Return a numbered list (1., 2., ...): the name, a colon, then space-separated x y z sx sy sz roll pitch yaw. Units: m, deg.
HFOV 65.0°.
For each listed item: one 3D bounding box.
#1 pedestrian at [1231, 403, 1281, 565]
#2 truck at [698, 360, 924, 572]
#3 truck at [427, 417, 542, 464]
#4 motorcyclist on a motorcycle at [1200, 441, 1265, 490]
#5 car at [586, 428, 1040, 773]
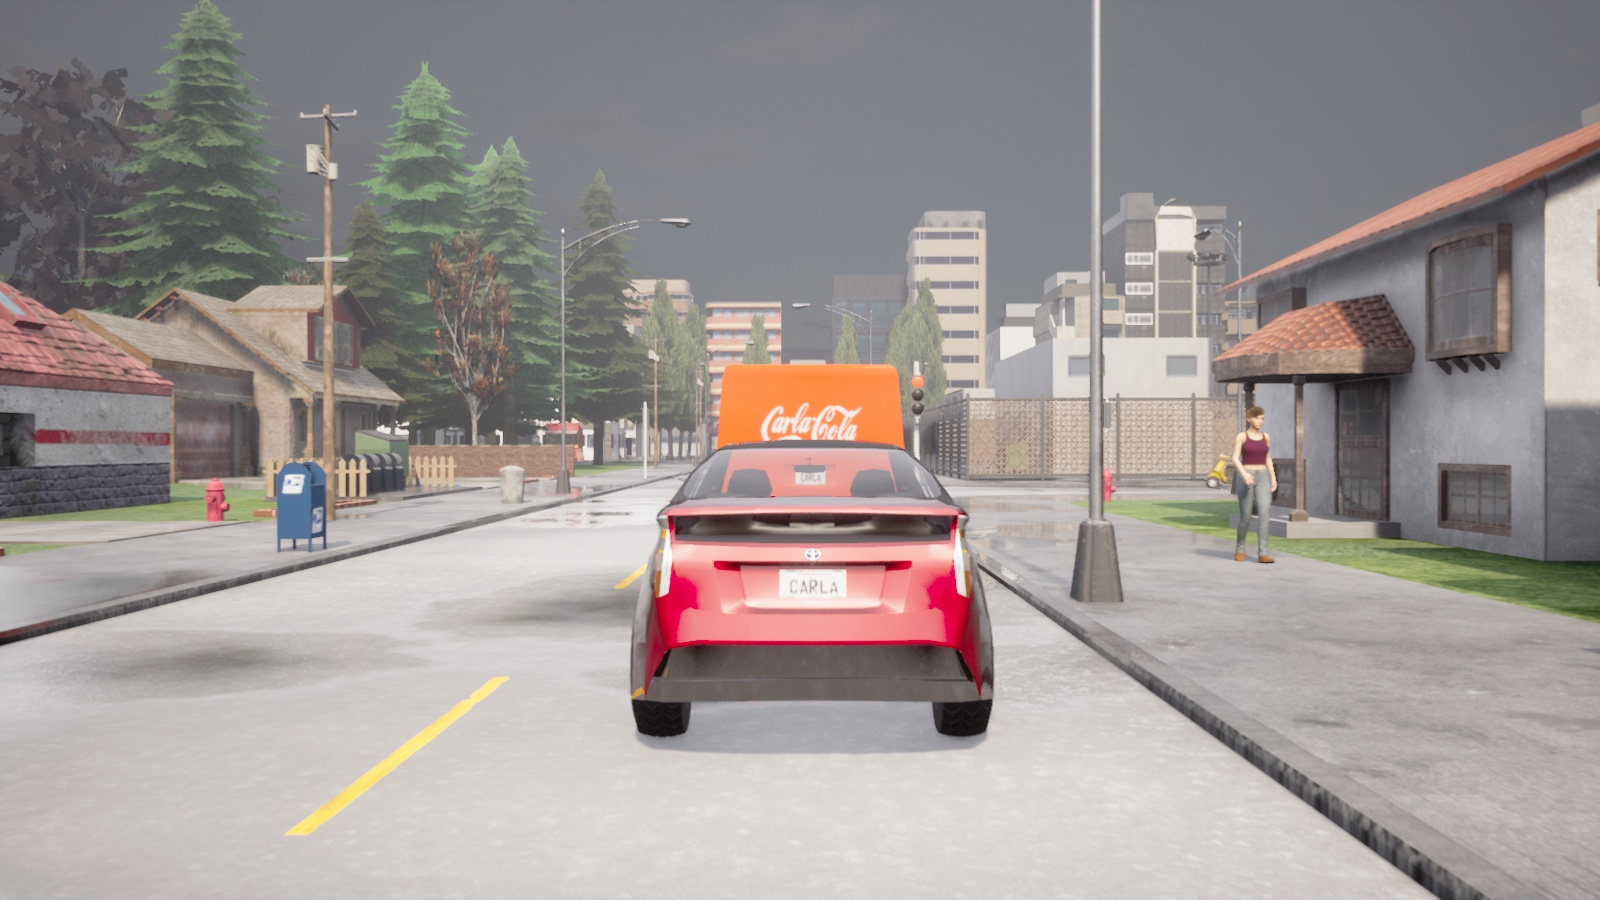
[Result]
1. pedestrian: 5.290 0.387 14.571 0.345 1.836 0.594 0 0 -2
2. truck: 0.120 0.174 17.178 2.627 2.467 5.204 0 0 0
3. truck: -23.752 -0.729 94.770 7.936 3.462 2.891 0 0 2
4. motorcyclist on a motorcycle: 14.105 0.506 41.006 1.817 1.590 0.866 0 0 1
5. car: 0.062 0.654 7.813 2.007 1.525 4.514 0 0 0
